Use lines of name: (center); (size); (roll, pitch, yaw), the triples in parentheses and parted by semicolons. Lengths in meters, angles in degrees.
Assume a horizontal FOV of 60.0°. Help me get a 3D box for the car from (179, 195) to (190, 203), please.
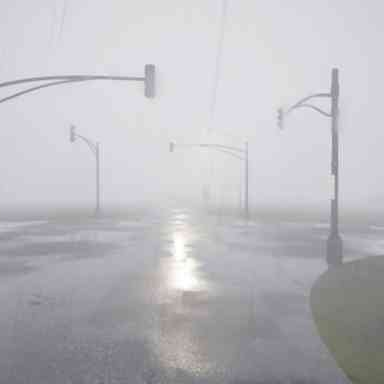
car: (-1.630, 1.357, 69.888); (2.097, 1.767, 4.553); (0, 0, -3)

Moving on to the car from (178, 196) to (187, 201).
car: (-2.234, 1.529, 79.963); (1.895, 1.301, 4.718); (0, 0, -4)

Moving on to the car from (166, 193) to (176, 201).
car: (-4.617, 0.985, 73.981); (2.097, 1.767, 4.553); (0, 0, -3)
